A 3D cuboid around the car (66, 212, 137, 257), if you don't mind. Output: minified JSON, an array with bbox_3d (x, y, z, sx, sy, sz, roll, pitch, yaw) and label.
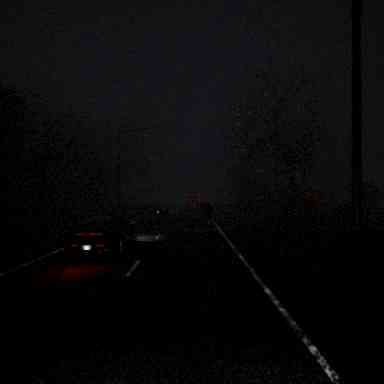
[{"bbox_3d":[-3.421,1.563,13.224,1.837,1.490,4.892,0,0,0],"label":"car"}]

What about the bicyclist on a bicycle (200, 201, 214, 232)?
[{"bbox_3d":[0.938,1.455,19.109,0.659,1.776,1.843,0,0,0],"label":"bicyclist on a bicycle"}]

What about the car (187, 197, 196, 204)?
[{"bbox_3d":[-0.104,1.852,73.573,1.812,1.442,4.674,0,0,0],"label":"car"}]

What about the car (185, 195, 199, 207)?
[{"bbox_3d":[0.017,1.466,56.270,2.150,2.045,5.566,0,-1,0],"label":"car"}]

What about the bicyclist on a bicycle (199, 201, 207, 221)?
[{"bbox_3d":[0.926,1.576,27.909,0.582,1.620,1.656,0,-1,0],"label":"bicyclist on a bicycle"}]

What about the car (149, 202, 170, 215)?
[{"bbox_3d":[-3.451,1.760,36.071,1.895,1.301,4.718,0,0,0],"label":"car"}]
